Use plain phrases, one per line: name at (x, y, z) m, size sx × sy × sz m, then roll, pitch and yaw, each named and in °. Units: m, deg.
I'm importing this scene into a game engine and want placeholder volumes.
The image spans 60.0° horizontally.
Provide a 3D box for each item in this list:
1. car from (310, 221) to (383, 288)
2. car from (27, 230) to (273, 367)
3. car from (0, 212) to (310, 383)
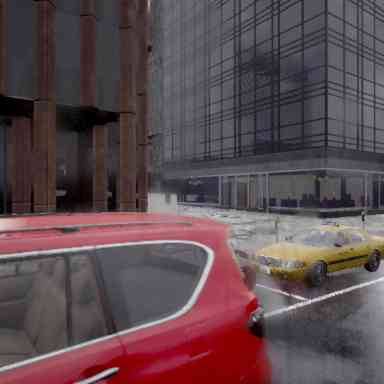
car at (3.687, 1.526, 9.263) m, size 4.829 × 1.417 × 1.752 m, roll 0°, pitch 0°, yaw -35°
car at (-0.606, 1.582, 6.211) m, size 4.206 × 1.307 × 1.802 m, roll 0°, pitch 0°, yaw -35°
car at (-1.947, 1.221, 1.990) m, size 5.566 × 2.045 × 2.150 m, roll 0°, pitch 0°, yaw -35°
